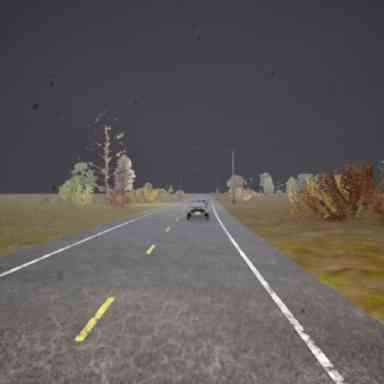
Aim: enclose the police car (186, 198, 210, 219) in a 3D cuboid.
[{"bbox_3d":[0.575,1.581,29.605,2.038,1.542,4.974,0,0,3],"label":"police car"}]
